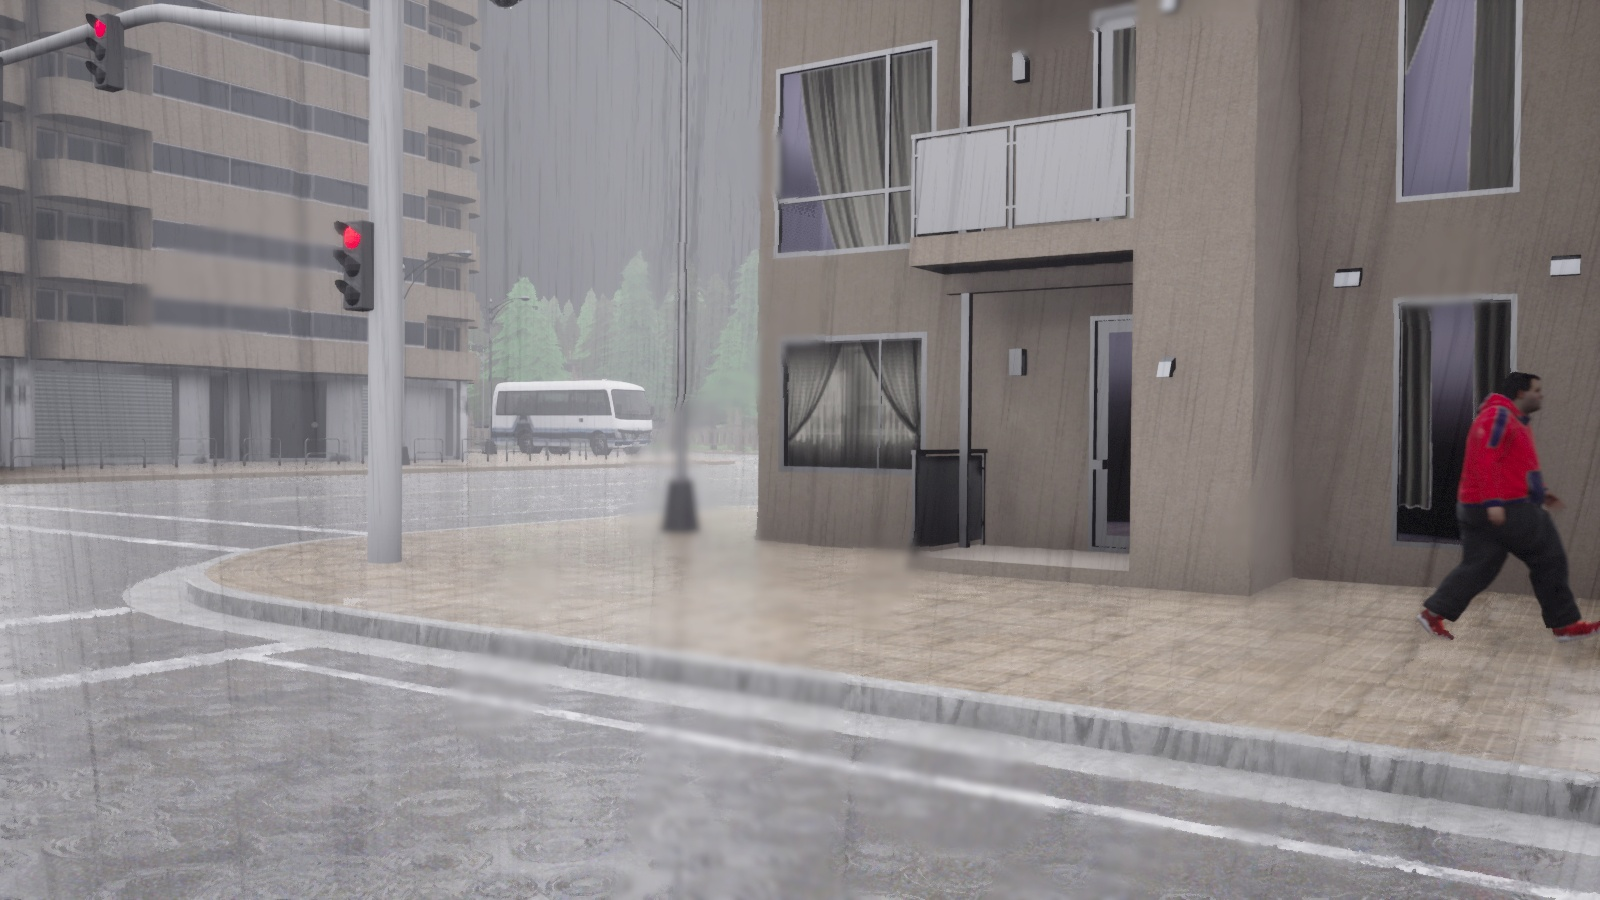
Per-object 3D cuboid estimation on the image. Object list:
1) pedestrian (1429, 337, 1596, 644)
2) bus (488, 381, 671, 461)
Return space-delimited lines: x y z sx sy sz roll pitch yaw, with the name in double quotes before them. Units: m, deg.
"pedestrian" 4.564 0.239 8.046 0.899 1.844 0.634 0 1 32
"bus" -12.584 -1.558 71.143 10.273 4.253 3.944 0 1 34
